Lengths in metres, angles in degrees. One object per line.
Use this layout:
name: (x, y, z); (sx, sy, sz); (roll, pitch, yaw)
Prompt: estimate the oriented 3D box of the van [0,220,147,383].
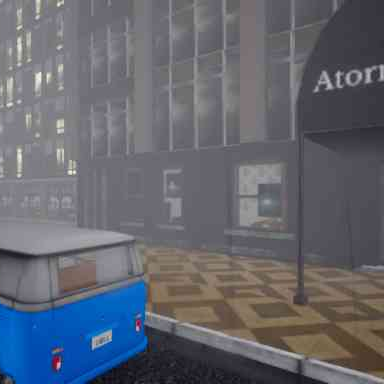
van: (-2.467, 1.341, 4.634); (3.998, 1.788, 1.690); (0, 0, 35)
